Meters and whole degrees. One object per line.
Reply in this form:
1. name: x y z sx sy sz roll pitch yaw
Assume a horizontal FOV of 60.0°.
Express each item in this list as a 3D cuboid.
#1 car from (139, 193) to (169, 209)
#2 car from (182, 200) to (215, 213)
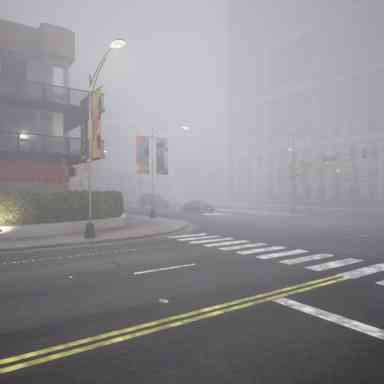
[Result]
1. car: -5.262 1.221 45.308 2.150 2.045 5.566 0 0 -35
2. car: 0.678 1.564 36.675 1.994 1.385 4.181 0 0 -35
